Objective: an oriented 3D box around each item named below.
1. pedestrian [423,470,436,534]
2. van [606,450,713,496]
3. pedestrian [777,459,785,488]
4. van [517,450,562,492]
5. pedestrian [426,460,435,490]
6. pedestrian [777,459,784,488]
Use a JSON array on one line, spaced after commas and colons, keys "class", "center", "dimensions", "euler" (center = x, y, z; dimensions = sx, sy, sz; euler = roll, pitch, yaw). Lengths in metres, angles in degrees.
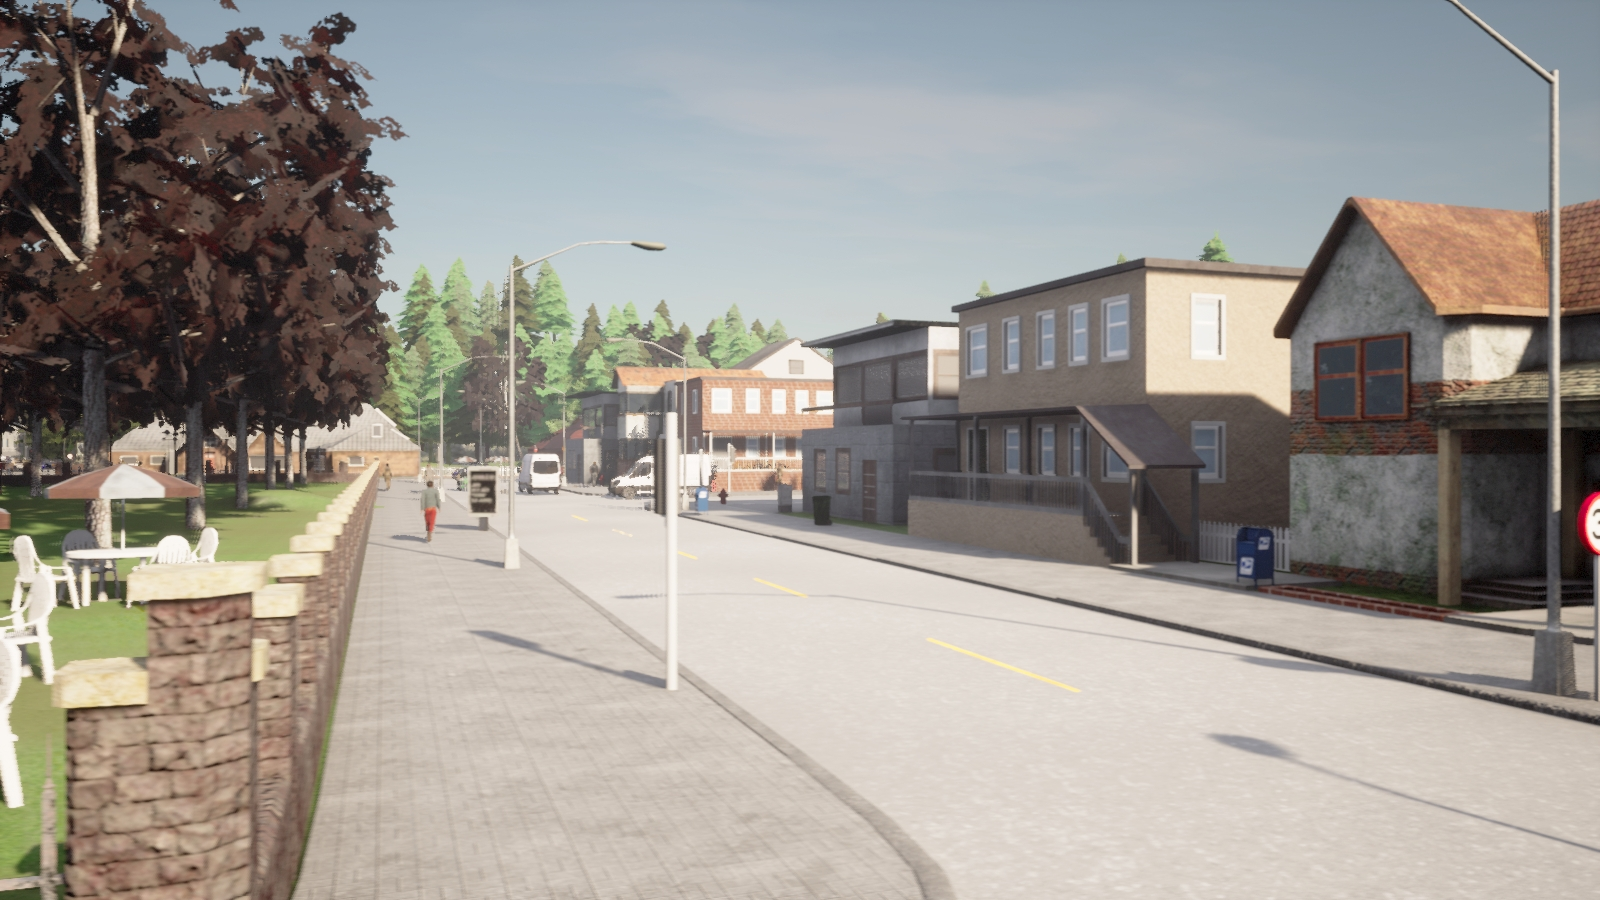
[{"class": "pedestrian", "center": [-10.861, 1.525, 33.474], "dimensions": [0.375, 1.860, 0.375], "euler": [0, 0, -18]}, {"class": "van", "center": [-8.197, 1.313, 66.650], "dimensions": [5.915, 2.561, 1.988], "euler": [0, 0, -17]}, {"class": "pedestrian", "center": [-1.231, 1.516, 73.946], "dimensions": [0.375, 1.860, 0.375], "euler": [0, 0, -27]}, {"class": "van", "center": [-16.969, 1.313, 74.137], "dimensions": [1.988, 2.561, 5.915], "euler": [0, 0, -22]}, {"class": "pedestrian", "center": [-22.734, 1.524, 70.302], "dimensions": [0.375, 1.860, 0.375], "euler": [0, 0, 23]}, {"class": "pedestrian", "center": [-1.278, 1.514, 74.585], "dimensions": [0.375, 1.860, 0.375], "euler": [0, 0, 9]}]
